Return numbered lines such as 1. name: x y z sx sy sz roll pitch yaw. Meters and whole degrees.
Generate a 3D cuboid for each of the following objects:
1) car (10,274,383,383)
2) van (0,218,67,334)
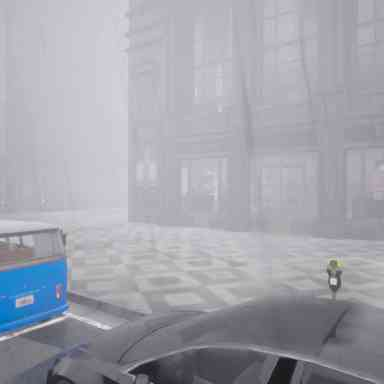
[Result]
1. car: 0.671 1.566 2.594 4.313 1.339 1.947 0 0 36
2. van: -3.922 1.340 5.882 3.998 1.788 1.690 0 0 36
